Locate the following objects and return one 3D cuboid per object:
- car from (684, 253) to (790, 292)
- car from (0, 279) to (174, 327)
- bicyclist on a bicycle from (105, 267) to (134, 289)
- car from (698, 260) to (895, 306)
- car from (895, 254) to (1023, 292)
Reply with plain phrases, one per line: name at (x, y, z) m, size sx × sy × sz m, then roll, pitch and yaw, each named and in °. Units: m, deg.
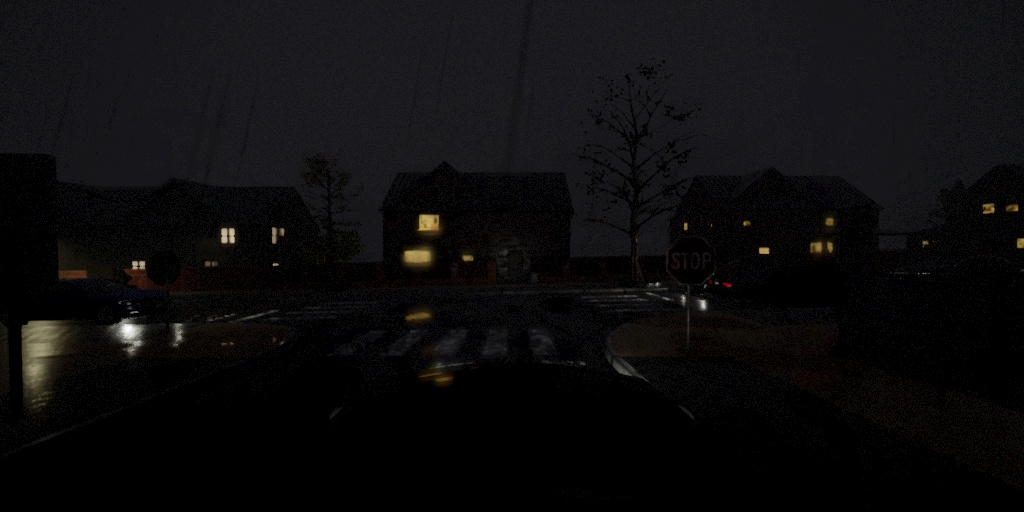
car at (10.108, 0.777, 15.777) m, size 4.553 × 1.767 × 2.097 m, roll -1°, pitch 1°, yaw 0°
car at (-14.997, 1.543, 12.684) m, size 5.008 × 1.535 × 1.882 m, roll -2°, pitch 1°, yaw 0°
bicyclist on a bicycle at (-20.237, 1.396, 18.501) m, size 0.582 × 1.620 × 1.656 m, roll -1°, pitch 1°, yaw 0°
car at (10.207, 1.011, 13.278) m, size 5.357 × 1.411 × 2.033 m, roll -1°, pitch 1°, yaw 5°
car at (19.541, 0.695, 15.829) m, size 4.902 × 1.511 × 2.128 m, roll -1°, pitch 1°, yaw 0°
